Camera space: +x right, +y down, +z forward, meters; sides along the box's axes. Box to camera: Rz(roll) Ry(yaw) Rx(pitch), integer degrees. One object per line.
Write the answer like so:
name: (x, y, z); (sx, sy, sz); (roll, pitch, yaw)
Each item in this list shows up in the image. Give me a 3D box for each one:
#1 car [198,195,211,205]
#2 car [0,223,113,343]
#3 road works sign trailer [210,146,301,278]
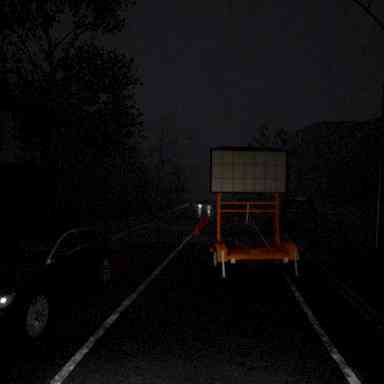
car: (2.087, 1.271, 54.430); (1.812, 1.442, 4.674); (0, 0, 1)
car: (-3.070, 1.442, 6.583); (2.128, 1.511, 4.902); (1, 0, 6)
road works sign trailer: (1.672, 0.441, 10.173); (2.380, 3.560, 2.880); (1, 0, -7)
